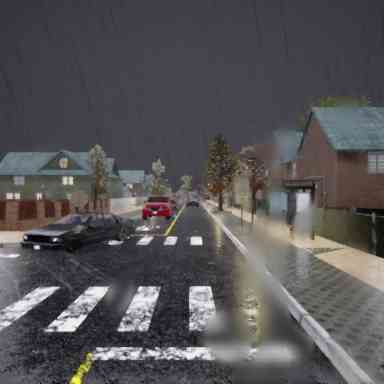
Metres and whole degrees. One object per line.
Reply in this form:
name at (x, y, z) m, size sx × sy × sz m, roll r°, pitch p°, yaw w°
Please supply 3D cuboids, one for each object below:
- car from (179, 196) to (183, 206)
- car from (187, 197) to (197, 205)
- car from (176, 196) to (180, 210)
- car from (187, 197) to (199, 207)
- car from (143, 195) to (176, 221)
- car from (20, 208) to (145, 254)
car at (-2.727, 1.479, 57.640) m, size 2.097 × 1.767 × 4.553 m, roll 0°, pitch 0°, yaw 0°
car at (0.036, 1.759, 63.734) m, size 1.837 × 1.490 × 4.892 m, roll 0°, pitch 0°, yaw 0°
car at (-2.821, 1.633, 42.258) m, size 1.812 × 1.442 × 4.674 m, roll 0°, pitch 0°, yaw 0°
car at (0.121, 1.743, 53.748) m, size 1.994 × 1.385 × 4.181 m, roll 0°, pitch 0°, yaw 0°
car at (-2.836, 1.265, 28.349) m, size 2.150 × 2.045 × 5.566 m, roll 0°, pitch -1°, yaw 0°
car at (-4.375, 1.545, 14.001) m, size 2.033 × 1.411 × 5.357 m, roll 1°, pitch 0°, yaw 22°
